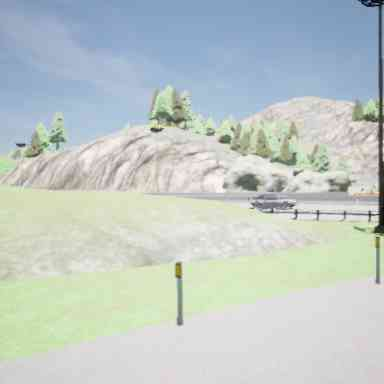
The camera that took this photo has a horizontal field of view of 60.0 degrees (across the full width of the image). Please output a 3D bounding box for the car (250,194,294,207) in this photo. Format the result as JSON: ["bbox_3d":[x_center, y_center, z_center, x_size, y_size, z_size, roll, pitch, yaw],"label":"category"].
[{"bbox_3d":[9.240,0.945,38.453,4.674,1.442,1.812,0,1,27],"label":"car"}]

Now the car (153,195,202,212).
[{"bbox_3d":[-1.359,1.050,36.051,5.008,1.535,1.882,0,1,27],"label":"car"}]

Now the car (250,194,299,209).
[{"bbox_3d":[8.659,1.075,34.814,4.718,1.301,1.895,0,1,27],"label":"car"}]
